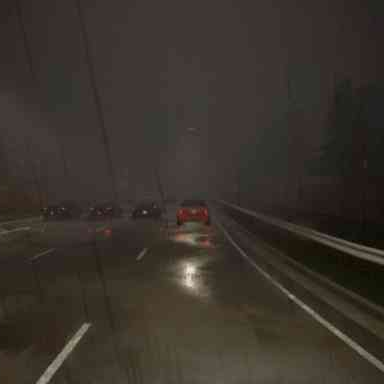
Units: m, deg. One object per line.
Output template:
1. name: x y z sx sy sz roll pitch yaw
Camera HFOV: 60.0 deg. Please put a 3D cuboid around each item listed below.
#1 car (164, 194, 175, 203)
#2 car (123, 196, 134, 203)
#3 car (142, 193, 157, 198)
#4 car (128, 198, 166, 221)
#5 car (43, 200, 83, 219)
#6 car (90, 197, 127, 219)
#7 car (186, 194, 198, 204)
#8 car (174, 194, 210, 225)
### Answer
1. car: -3.496 1.164 54.491 1.837 1.490 4.892 0 0 0
2. car: -10.496 1.257 54.939 1.895 1.301 4.718 0 0 0
3. car: -6.996 1.009 54.877 2.097 1.767 4.553 0 0 0
4. car: -3.397 1.401 25.882 1.994 1.385 4.181 0 0 0
5. car: -10.399 1.357 26.994 1.812 1.442 4.674 0 0 0
6. car: -6.899 1.357 26.976 1.812 1.442 4.674 0 0 0
7. car: 0.004 1.137 54.490 1.882 1.535 5.008 0 0 0
8. car: 0.101 1.211 22.662 2.097 1.767 4.553 0 1 0
